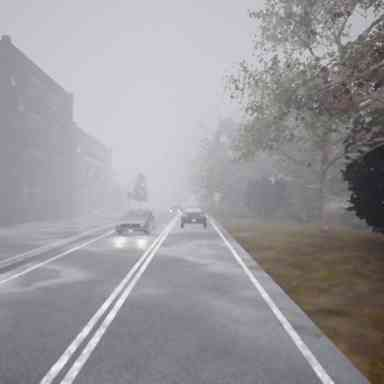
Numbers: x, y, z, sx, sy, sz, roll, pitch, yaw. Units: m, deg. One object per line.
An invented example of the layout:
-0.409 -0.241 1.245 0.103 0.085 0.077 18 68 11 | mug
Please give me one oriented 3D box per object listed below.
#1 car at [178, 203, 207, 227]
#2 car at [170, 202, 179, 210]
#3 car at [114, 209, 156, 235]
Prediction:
0.134 1.776 24.838 1.812 1.442 4.674 0 -1 0 | car
-3.070 2.616 62.169 1.812 1.442 4.674 0 -1 1 | car
-3.325 1.741 20.599 2.033 1.411 5.357 0 -1 0 | car
